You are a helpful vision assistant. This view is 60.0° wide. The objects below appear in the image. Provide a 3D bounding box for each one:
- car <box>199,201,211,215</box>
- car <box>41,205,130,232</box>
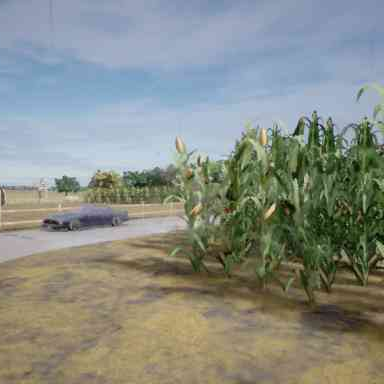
[{"bbox_3d":[2.565,1.465,32.434,1.882,1.535,5.008,0,0,35],"label":"car"},{"bbox_3d":[-6.160,1.503,20.105,2.033,1.411,5.357,0,0,35],"label":"car"}]
